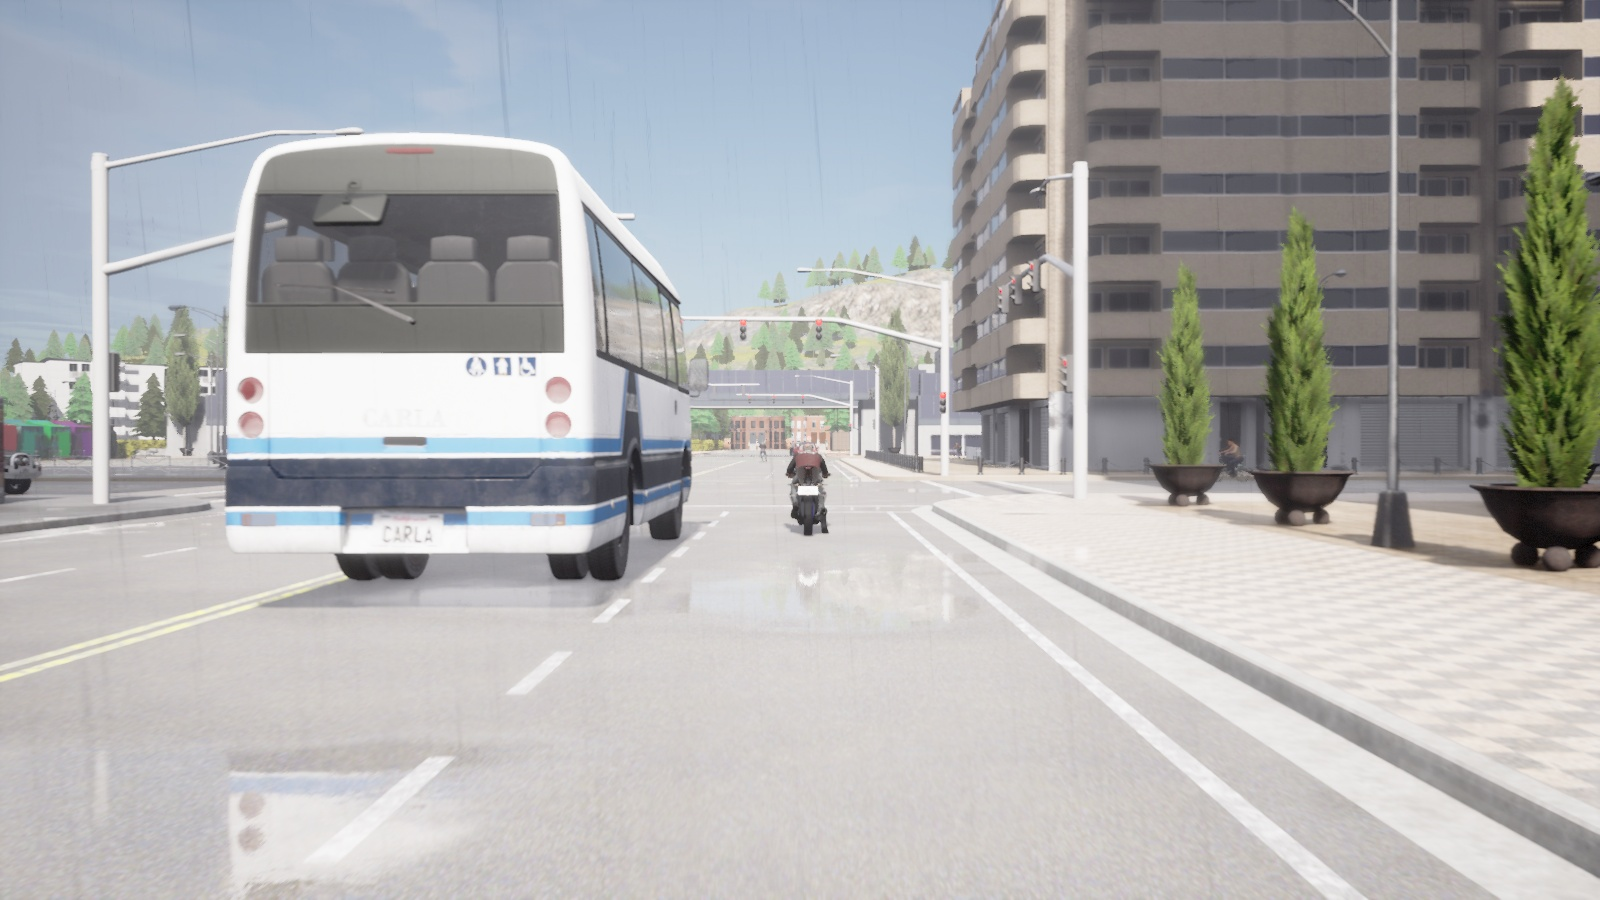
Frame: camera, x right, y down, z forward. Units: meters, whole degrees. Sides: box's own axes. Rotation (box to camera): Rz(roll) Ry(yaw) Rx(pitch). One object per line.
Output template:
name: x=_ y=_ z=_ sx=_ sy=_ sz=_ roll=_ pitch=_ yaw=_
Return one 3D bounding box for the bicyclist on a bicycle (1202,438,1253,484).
bicyclist on a bicycle: x=15.234 y=0.388 z=44.763 sx=1.509 sy=1.612 sz=0.866 roll=0 pitch=0 yaw=1

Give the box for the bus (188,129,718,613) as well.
bus: x=-3.392 y=-0.724 z=16.204 sx=3.944 sy=4.253 sz=10.273 roll=0 pitch=0 yaw=0

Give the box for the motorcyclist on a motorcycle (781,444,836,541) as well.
motorcyclist on a motorcycle: x=0.134 y=0.664 z=20.880 sx=0.866 sy=1.530 sz=2.191 roll=0 pitch=0 yaw=0

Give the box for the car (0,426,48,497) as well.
car: x=-23.258 y=0.297 z=34.025 sx=4.605 sy=1.855 sz=1.932 roll=0 pitch=0 yaw=0
